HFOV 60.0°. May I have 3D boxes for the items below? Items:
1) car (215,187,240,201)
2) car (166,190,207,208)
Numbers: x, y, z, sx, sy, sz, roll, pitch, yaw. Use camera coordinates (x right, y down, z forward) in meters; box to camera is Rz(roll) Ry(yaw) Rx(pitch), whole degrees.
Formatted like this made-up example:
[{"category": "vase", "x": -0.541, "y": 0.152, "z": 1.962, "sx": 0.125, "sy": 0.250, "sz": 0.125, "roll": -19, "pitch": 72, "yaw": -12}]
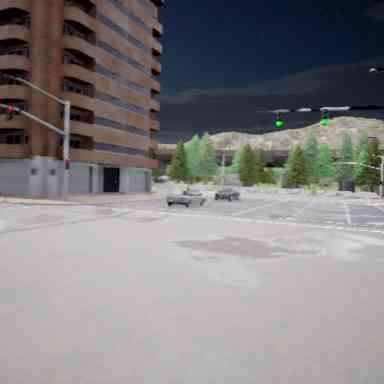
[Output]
[{"category": "car", "x": 4.111, "y": 0.229, "z": 37.950, "sx": 1.837, "sy": 1.490, "sz": 4.892, "roll": 3, "pitch": 3, "yaw": 25}, {"category": "car", "x": -0.381, "y": 0.529, "z": 28.068, "sx": 1.895, "sy": 1.301, "sz": 4.718, "roll": 3, "pitch": 2, "yaw": 24}]
